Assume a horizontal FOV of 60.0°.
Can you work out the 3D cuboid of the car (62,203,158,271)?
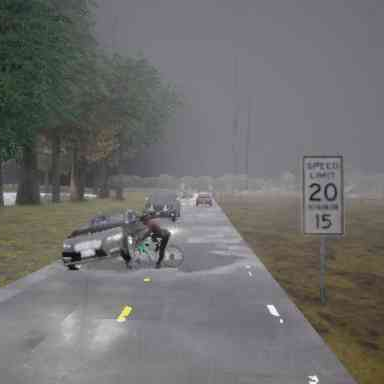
[{"bbox_3d":[-2.600,1.400,10.921,2.128,1.511,4.902,-11,-3,2],"label":"car"}]

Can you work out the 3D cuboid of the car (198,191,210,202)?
[{"bbox_3d":[1.837,0.681,51.034,1.882,1.535,5.008,0,1,2],"label":"car"}]

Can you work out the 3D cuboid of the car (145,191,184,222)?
[{"bbox_3d":[-2.051,0.974,24.115,2.150,2.045,5.566,0,1,3],"label":"car"}]

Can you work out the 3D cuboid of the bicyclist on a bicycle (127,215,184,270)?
[{"bbox_3d":[-1.106,1.466,9.538,1.656,1.620,0.582,-6,7,0],"label":"bicyclist on a bicycle"}]

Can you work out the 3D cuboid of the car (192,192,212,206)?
[{"bbox_3d":[1.478,0.911,40.893,2.128,1.511,4.902,0,1,2],"label":"car"}]

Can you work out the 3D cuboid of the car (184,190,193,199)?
[{"bbox_3d":[-0.765,0.510,60.017,1.837,1.490,4.892,0,1,2],"label":"car"}]
